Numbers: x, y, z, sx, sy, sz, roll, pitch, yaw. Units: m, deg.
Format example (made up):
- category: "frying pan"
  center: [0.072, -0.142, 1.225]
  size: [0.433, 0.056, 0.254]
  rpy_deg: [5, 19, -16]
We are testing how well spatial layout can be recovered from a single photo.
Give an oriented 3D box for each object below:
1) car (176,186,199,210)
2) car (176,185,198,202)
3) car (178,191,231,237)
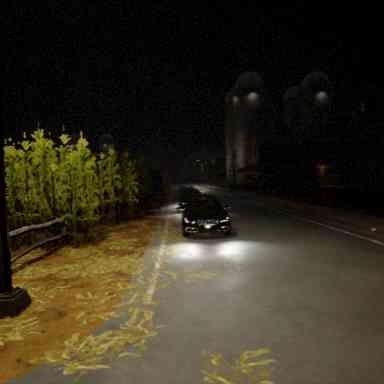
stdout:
- category: "car"
  center: [-0.072, 0.552, 24.645]
  size: [2.033, 1.411, 5.357]
  rpy_deg: [-2, 2, -4]
- category: "car"
  center: [-0.588, 0.097, 35.043]
  size: [2.128, 1.511, 4.902]
  rpy_deg: [-2, 2, -3]
- category: "car"
  center: [0.457, 0.903, 14.359]
  size: [1.837, 1.490, 4.892]
  rpy_deg: [-2, 2, -3]
